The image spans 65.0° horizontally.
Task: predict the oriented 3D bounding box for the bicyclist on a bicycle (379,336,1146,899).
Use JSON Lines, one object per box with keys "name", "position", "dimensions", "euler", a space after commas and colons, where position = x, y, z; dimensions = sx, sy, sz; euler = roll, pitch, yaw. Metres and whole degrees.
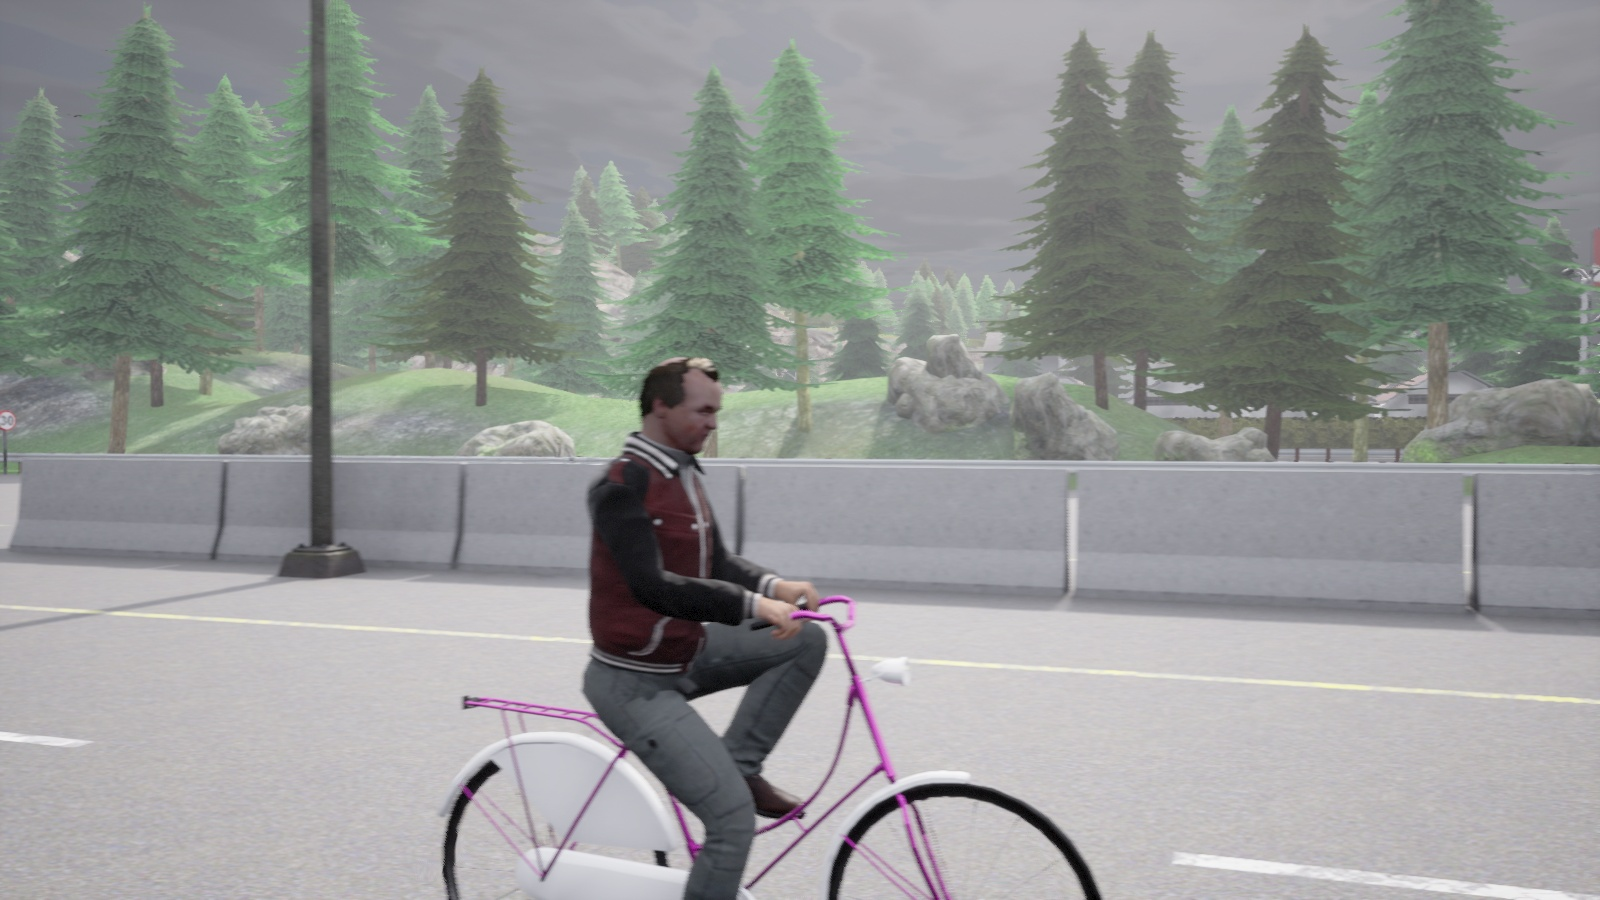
{"name": "bicyclist on a bicycle", "position": [-0.094, 0.640, 3.223], "dimensions": [1.843, 1.776, 0.659], "euler": [1, 1, 19]}
